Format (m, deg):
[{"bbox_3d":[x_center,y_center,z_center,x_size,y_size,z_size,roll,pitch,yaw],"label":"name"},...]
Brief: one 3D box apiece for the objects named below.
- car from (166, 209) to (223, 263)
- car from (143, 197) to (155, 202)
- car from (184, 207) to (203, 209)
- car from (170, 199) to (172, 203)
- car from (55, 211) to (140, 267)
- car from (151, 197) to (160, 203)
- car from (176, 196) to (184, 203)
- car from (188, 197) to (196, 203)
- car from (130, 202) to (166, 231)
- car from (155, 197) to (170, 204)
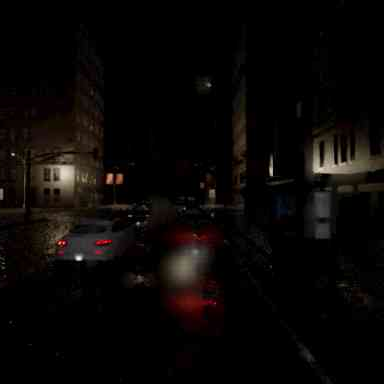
[{"bbox_3d":[0.088,1.597,12.369,1.837,1.490,4.892,0,0,0],"label":"car"},{"bbox_3d":[-9.771,2.042,73.804,1.837,1.490,4.892,0,0,0],"label":"car"},{"bbox_3d":[0.075,1.690,22.072,1.812,1.442,4.674,0,0,0],"label":"car"},{"bbox_3d":[-6.524,2.161,89.397,1.812,1.442,4.674,0,0,0],"label":"car"},{"bbox_3d":[-3.159,1.612,11.561,1.812,1.442,4.674,0,0,0],"label":"car"},{"bbox_3d":[-9.774,2.163,89.398,2.128,1.511,4.902,0,0,0],"label":"car"},{"bbox_3d":[-3.274,2.151,87.310,2.128,1.511,4.902,0,0,0],"label":"car"},{"bbox_3d":[-0.024,2.224,87.757,1.895,1.301,4.718,0,0,0],"label":"car"},{"bbox_3d":[-3.159,1.655,21.966,2.128,1.511,4.902,0,0,0],"label":"car"},{"bbox_3d":[-6.520,2.042,73.805,1.837,1.490,4.892,0,0,0],"label":"car"}]
